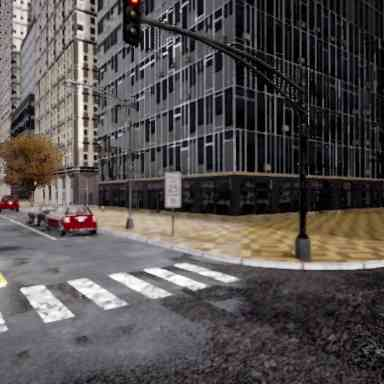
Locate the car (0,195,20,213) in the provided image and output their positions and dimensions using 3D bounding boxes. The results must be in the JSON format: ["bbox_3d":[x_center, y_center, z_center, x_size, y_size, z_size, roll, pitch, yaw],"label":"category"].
[{"bbox_3d":[-20.307,1.283,36.556,2.192,1.841,5.009,0,0,-36],"label":"car"}]

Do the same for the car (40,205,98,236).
[{"bbox_3d":[-6.731,1.434,18.362,1.967,1.590,4.097,0,0,-36],"label":"car"}]

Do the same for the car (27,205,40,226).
[{"bbox_3d":[-10.126,1.540,22.914,2.008,1.369,4.403,0,0,-36],"label":"car"}]

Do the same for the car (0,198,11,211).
[{"bbox_3d":[-23.777,1.485,41.260,1.752,1.417,4.829,0,0,-36],"label":"car"}]
